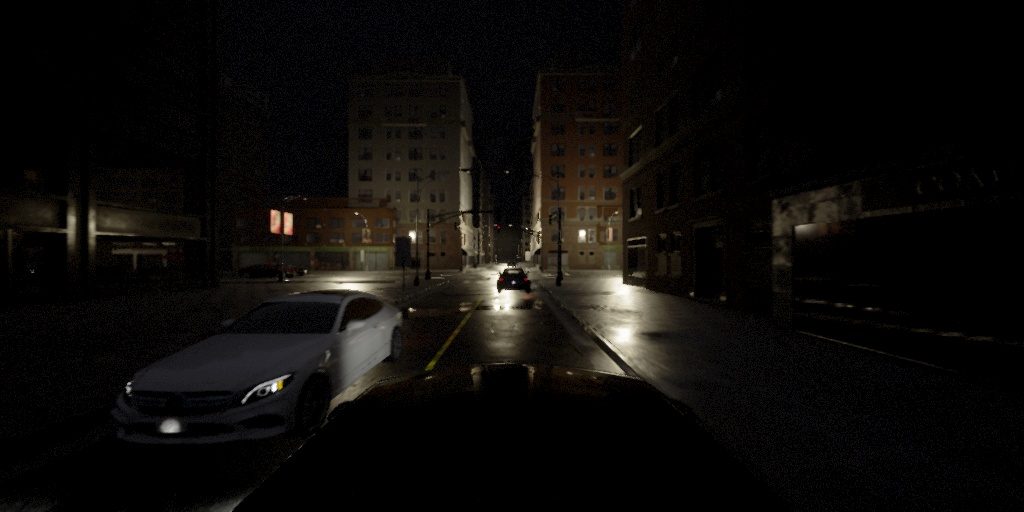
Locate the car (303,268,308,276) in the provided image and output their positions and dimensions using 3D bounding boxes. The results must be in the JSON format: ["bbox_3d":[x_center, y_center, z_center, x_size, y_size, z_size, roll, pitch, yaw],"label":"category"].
[{"bbox_3d":[-24.362,1.530,38.133,4.902,1.511,2.128,0,0,0],"label":"car"}]

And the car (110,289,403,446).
[{"bbox_3d":[-3.096,1.297,5.586,1.812,1.442,4.674,0,-1,0],"label":"car"}]

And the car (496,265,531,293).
[{"bbox_3d":[0.091,1.424,21.663,1.994,1.385,4.181,0,0,0],"label":"car"}]

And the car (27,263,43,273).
[{"bbox_3d":[-47.383,1.437,34.828,4.553,1.767,2.097,0,0,0],"label":"car"}]

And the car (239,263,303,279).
[{"bbox_3d":[-23.666,1.495,34.887,5.008,1.535,1.882,0,0,0],"label":"car"}]
